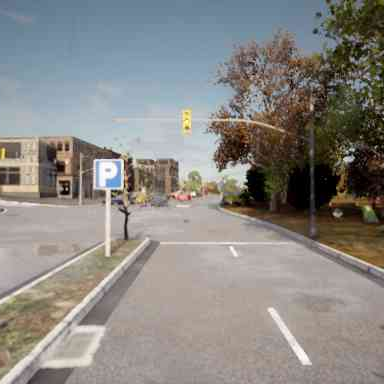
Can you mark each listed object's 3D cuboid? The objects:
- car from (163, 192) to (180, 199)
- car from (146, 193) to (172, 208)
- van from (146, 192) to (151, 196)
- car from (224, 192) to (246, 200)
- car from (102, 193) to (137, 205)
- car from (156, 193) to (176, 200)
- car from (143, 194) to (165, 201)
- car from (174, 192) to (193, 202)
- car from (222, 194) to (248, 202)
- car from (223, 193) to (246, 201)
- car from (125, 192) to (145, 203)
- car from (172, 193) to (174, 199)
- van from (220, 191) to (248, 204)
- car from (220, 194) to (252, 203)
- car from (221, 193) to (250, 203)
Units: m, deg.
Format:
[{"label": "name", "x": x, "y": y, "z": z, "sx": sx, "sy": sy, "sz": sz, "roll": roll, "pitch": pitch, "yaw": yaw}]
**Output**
[{"label": "car", "x": -5.828, "y": 1.049, "z": 93.826, "sx": 4.553, "sy": 1.767, "sz": 2.185, "roll": -1, "pitch": 0, "yaw": -10}, {"label": "car", "x": -4.273, "y": 1.280, "z": 43.826, "sx": 1.837, "sy": 1.490, "sz": 4.892, "roll": 0, "pitch": 0, "yaw": 4}, {"label": "van", "x": -10.408, "y": 0.999, "z": 60.962, "sx": 4.442, "sy": 1.987, "sz": 1.878, "roll": -1, "pitch": 0, "yaw": -14}, {"label": "car", "x": 10.145, "y": 1.009, "z": 78.164, "sx": 4.553, "sy": 1.767, "sz": 2.185, "roll": 1, "pitch": 0, "yaw": -11}, {"label": "car", "x": -11.589, "y": 1.276, "z": 51.975, "sx": 4.792, "sy": 1.488, "sz": 2.163, "roll": -1, "pitch": 0, "yaw": -15}, {"label": "car", "x": -6.854, "y": 1.185, "z": 87.866, "sx": 5.008, "sy": 1.535, "sz": 2.097, "roll": -1, "pitch": 0, "yaw": -11}, {"label": "car", "x": -8.660, "y": 1.244, "z": 75.917, "sx": 4.674, "sy": 1.452, "sz": 2.002, "roll": -1, "pitch": 0, "yaw": -12}, {"label": "car", "x": -1.708, "y": 0.927, "z": 69.302, "sx": 2.150, "sy": 2.045, "sz": 5.566, "roll": 0, "pitch": 0, "yaw": 7}, {"label": "car", "x": 8.536, "y": 1.201, "z": 66.424, "sx": 4.674, "sy": 1.452, "sz": 2.002, "roll": 1, "pitch": 0, "yaw": -13}, {"label": "car", "x": 9.260, "y": 1.022, "z": 72.293, "sx": 4.553, "sy": 1.767, "sz": 2.185, "roll": 1, "pitch": 0, "yaw": -12}, {"label": "car", "x": -10.952, "y": 1.229, "z": 54.968, "sx": 5.366, "sy": 1.575, "sz": 1.946, "roll": -1, "pitch": 0, "yaw": -15}, {"label": "car", "x": -7.803, "y": 1.195, "z": 81.904, "sx": 5.008, "sy": 1.535, "sz": 2.097, "roll": -1, "pitch": 0, "yaw": -12}, {"label": "van", "x": 7.132, "y": 0.958, "z": 54.618, "sx": 4.442, "sy": 1.987, "sz": 1.878, "roll": 1, "pitch": 0, "yaw": -14}, {"label": "car", "x": 8.036, "y": 1.172, "z": 60.583, "sx": 5.366, "sy": 1.575, "sz": 1.946, "roll": 1, "pitch": 0, "yaw": -13}, {"label": "car", "x": 7.508, "y": 1.053, "z": 57.588, "sx": 4.553, "sy": 1.767, "sz": 2.185, "roll": 1, "pitch": 0, "yaw": -14}]
